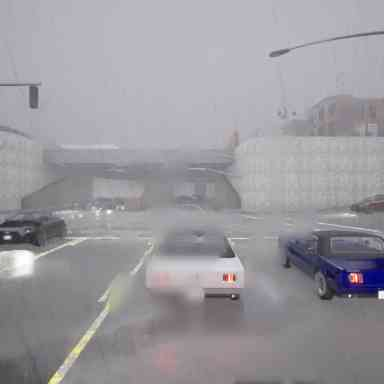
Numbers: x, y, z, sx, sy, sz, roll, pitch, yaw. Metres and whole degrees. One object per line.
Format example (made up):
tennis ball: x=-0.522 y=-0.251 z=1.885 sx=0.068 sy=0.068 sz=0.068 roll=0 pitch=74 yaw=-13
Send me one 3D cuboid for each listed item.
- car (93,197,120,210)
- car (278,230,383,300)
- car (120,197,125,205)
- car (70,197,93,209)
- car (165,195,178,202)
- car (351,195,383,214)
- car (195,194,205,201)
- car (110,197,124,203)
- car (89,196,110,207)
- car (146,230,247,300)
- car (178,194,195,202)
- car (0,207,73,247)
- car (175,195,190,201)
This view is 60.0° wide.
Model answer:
car: x=-11.219 y=1.526 z=43.956 sx=1.812 sy=1.442 sz=4.674 roll=0 pitch=0 yaw=-1
car: x=3.591 y=1.601 z=8.321 sx=1.895 sy=1.301 sz=4.718 roll=0 pitch=0 yaw=0
car: x=-11.450 y=1.563 z=54.198 sx=1.994 sy=1.385 sz=4.181 roll=0 pitch=0 yaw=-1
car: x=-14.735 y=1.492 z=44.584 sx=2.128 sy=1.511 sz=4.902 roll=0 pitch=0 yaw=-1
car: x=-4.660 y=1.355 z=75.532 sx=2.097 sy=1.767 sz=4.553 roll=0 pitch=0 yaw=6
car: x=15.847 y=0.973 z=28.407 sx=4.181 sy=1.385 sz=1.994 roll=-7 pitch=0 yaw=0
car: x=1.506 y=1.355 z=85.426 sx=2.097 sy=1.767 sz=4.553 roll=0 pitch=0 yaw=28
car: x=-15.176 y=1.601 z=67.596 sx=1.895 sy=1.301 sz=4.718 roll=0 pitch=0 yaw=-1
car: x=-14.943 y=1.490 z=53.861 sx=2.128 sy=1.511 sz=4.902 roll=0 pitch=0 yaw=-1
car: x=0.091 y=1.601 z=8.315 sx=1.895 sy=1.301 sz=4.718 roll=0 pitch=0 yaw=0
car: x=-1.159 y=1.525 z=75.425 sx=2.128 sy=1.511 sz=4.902 roll=0 pitch=0 yaw=6
car: x=-7.151 y=1.565 z=14.856 sx=1.994 sy=1.385 sz=4.181 roll=0 pitch=0 yaw=-1
car: x=-2.295 y=1.478 z=85.395 sx=1.882 sy=1.535 sz=5.008 roll=0 pitch=0 yaw=24
